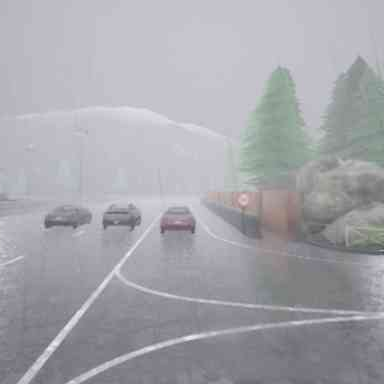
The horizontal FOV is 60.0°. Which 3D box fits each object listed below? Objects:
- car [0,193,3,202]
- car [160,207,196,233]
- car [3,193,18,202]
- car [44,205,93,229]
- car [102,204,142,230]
[{"bbox_3d":[-30.028,0.881,51.125,2.097,1.767,4.553,1,0,-2],"label":"car"},{"bbox_3d":[-0.798,1.573,19.738,1.994,1.385,4.181,1,0,-1],"label":"car"},{"bbox_3d":[-26.529,1.007,51.198,1.895,1.301,4.718,1,0,-2],"label":"car"},{"bbox_3d":[-7.778,1.499,21.276,1.994,1.385,4.181,1,0,-2],"label":"car"},{"bbox_3d":[-4.257,1.464,20.749,2.128,1.511,4.902,1,0,-2],"label":"car"}]
